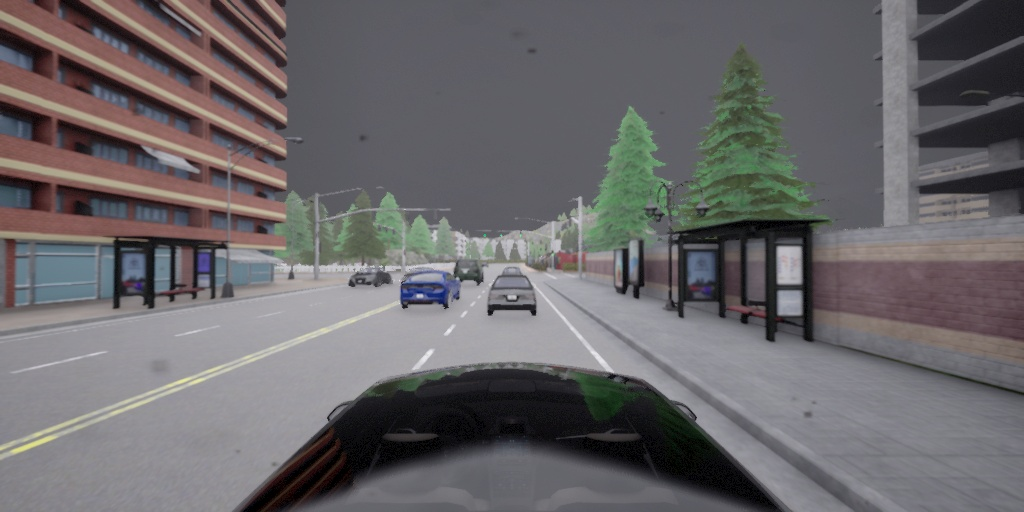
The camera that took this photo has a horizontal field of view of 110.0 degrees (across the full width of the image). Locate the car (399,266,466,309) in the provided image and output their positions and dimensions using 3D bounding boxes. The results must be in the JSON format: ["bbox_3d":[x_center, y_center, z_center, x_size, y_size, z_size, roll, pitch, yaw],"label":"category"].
[{"bbox_3d":[-3.480,1.385,16.069,1.882,1.535,5.008,0,0,0],"label":"car"}]

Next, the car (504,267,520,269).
[{"bbox_3d":[0.001,1.602,29.344,2.033,1.411,5.357,0,-1,0],"label":"car"}]

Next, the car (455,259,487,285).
[{"bbox_3d":[-3.534,1.280,29.437,2.150,2.045,5.566,0,0,-1],"label":"car"}]

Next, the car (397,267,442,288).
[{"bbox_3d":[-7.016,1.585,27.821,2.033,1.411,5.357,0,-1,0],"label":"car"}]

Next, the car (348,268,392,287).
[{"bbox_3d":[-10.525,1.591,26.876,1.994,1.385,4.181,0,-1,0],"label":"car"}]

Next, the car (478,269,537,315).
[{"bbox_3d":[0.006,1.437,14.354,2.033,1.411,5.357,0,-1,0],"label":"car"}]
